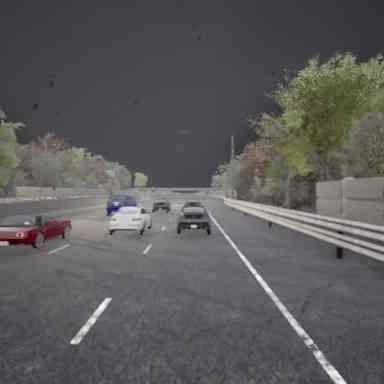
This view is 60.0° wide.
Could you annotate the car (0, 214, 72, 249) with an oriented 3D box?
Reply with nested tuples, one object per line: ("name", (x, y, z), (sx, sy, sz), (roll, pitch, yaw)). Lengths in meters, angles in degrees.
("car", (-6.896, 1.606, 14.476), (1.895, 1.301, 4.718), (0, 0, 0))

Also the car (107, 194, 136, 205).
("car", (-6.899, 1.240, 33.042), (2.150, 2.045, 5.566), (0, 0, 0))

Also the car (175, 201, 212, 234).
("car", (0.100, 1.513, 19.444), (1.837, 1.490, 4.892), (0, 0, 0))

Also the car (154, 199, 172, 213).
("car", (-3.400, 1.529, 37.992), (1.837, 1.490, 4.892), (0, 0, 0))

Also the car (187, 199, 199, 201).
("car", (0.100, 1.530, 38.460), (1.837, 1.490, 4.892), (0, 0, 0))

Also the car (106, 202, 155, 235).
("car", (-3.411, 1.533, 18.932), (1.812, 1.442, 4.674), (0, 0, 0))
